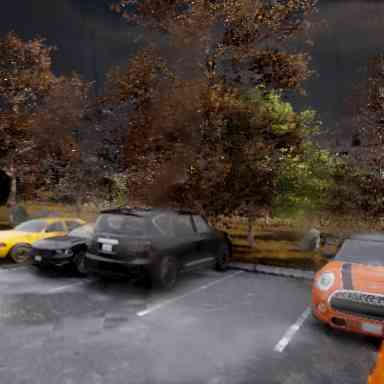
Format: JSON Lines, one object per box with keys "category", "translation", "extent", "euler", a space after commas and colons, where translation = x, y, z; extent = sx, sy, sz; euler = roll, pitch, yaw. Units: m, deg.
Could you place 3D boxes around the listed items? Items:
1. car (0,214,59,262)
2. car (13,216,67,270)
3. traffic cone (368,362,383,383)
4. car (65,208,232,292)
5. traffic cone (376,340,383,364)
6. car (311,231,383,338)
{"category": "car", "translation": [-5.621, 1.657, 12.901], "extent": [1.946, 1.575, 5.366], "euler": [2, -2, 30]}
{"category": "car", "translation": [-3.118, 1.735, 11.656], "extent": [2.097, 1.535, 5.008], "euler": [2, -2, 30]}
{"category": "traffic cone", "translation": [1.959, 2.160, 3.415], "extent": [0.340, 0.580, 0.340], "euler": [1, -2, 30]}
{"category": "car", "translation": [-0.690, 1.544, 10.275], "extent": [2.435, 2.045, 5.566], "euler": [1, -2, 30]}
{"category": "traffic cone", "translation": [2.463, 2.205, 4.277], "extent": [0.340, 0.580, 0.340], "euler": [1, -2, 30]}
{"category": "car", "translation": [4.123, 1.763, 7.456], "extent": [2.185, 1.767, 4.553], "euler": [1, -2, 30]}
